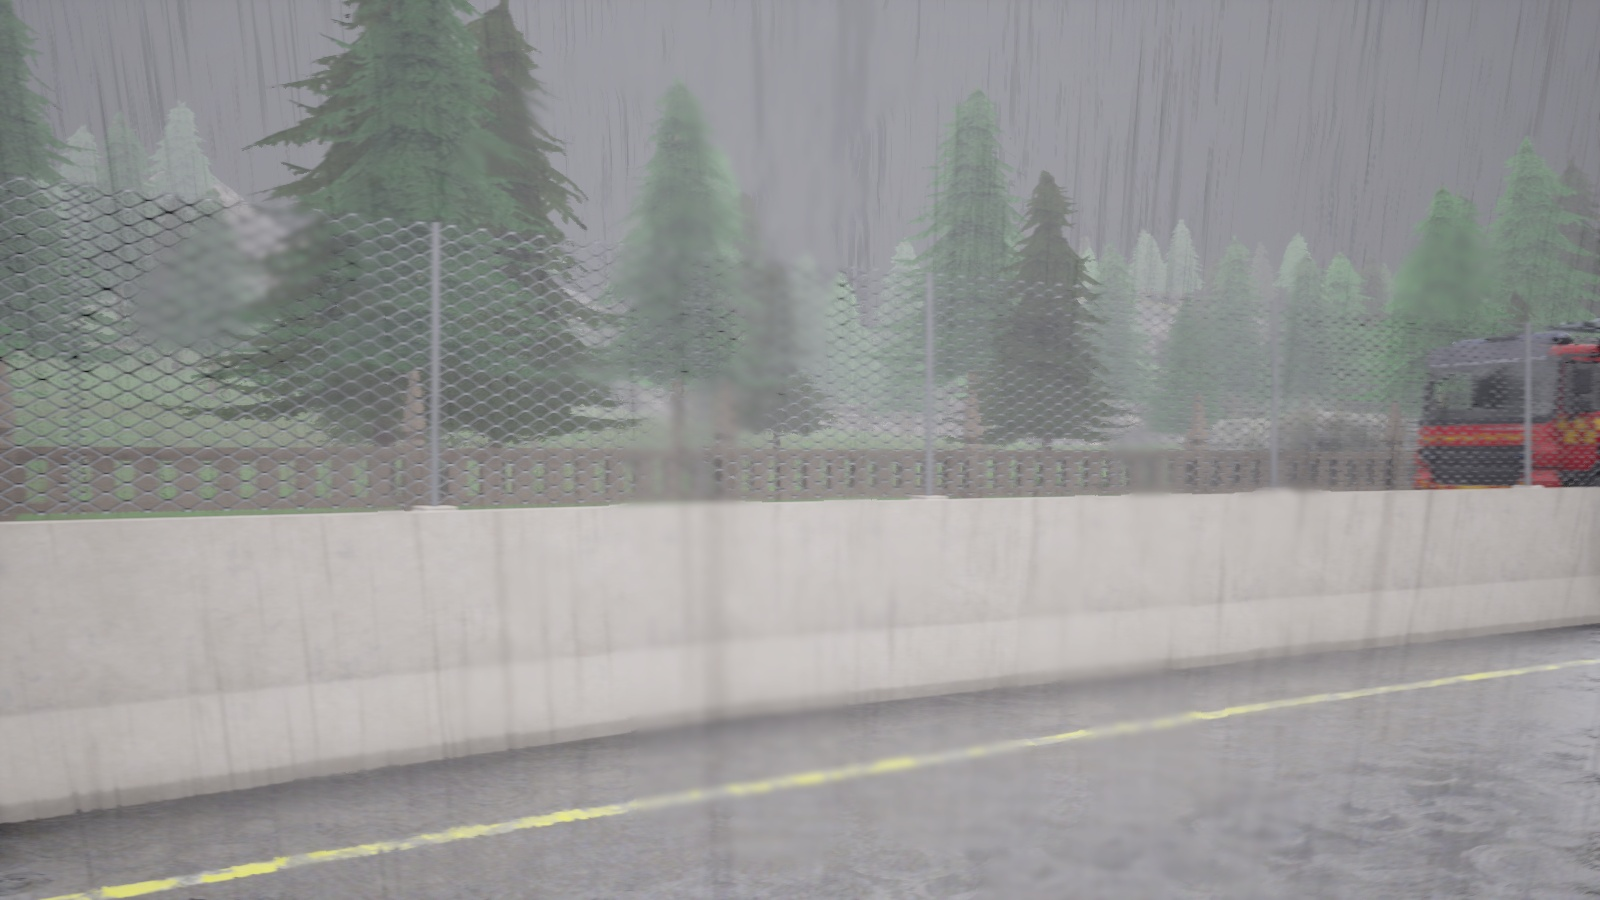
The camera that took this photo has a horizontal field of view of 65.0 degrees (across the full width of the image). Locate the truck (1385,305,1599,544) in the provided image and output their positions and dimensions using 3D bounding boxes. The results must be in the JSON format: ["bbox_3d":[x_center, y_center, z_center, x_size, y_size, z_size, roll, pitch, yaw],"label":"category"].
[{"bbox_3d":[15.096,-0.403,22.860,8.468,3.827,2.891,0,0,-20],"label":"truck"}]
